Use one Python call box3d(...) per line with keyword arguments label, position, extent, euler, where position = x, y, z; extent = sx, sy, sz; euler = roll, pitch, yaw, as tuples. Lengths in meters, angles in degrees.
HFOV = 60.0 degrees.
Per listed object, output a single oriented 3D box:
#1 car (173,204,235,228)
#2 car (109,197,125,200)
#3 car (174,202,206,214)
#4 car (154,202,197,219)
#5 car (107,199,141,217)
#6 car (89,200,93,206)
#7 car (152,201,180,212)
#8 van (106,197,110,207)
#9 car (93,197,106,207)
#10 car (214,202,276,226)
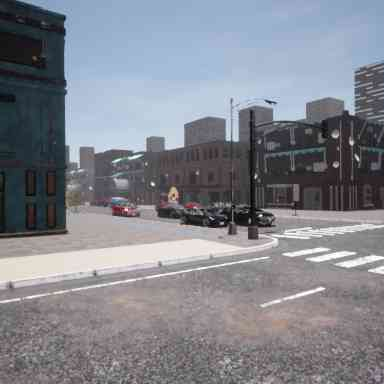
box3d(label="car", position=(0.797, 1.814, 24.686), extent=(1.947, 1.339, 4.313), euler=(-2, 0, -36))
box3d(label="car", position=(-8.247, 1.793, 42.033), extent=(2.097, 1.767, 4.553), euler=(-1, 0, -35))
box3d(label="car", position=(-0.353, 1.903, 40.921), extent=(1.802, 1.307, 4.206), euler=(-2, 0, -36))
box3d(label="car", position=(-1.760, 1.879, 32.961), extent=(1.994, 1.385, 4.181), euler=(-1, 0, -35))
box3d(label="car", position=(-7.173, 1.846, 36.048), extent=(1.967, 1.590, 4.097), euler=(-1, 0, -36))
box3d(label="car", position=(-19.659, 2.227, 67.944), extent=(1.887, 1.381, 4.507), euler=(-1, 0, -36))
box3d(label="car", position=(-3.569, 1.965, 45.425), extent=(1.802, 1.307, 4.206), euler=(-2, 0, -36))
box3d(label="van", position=(-13.228, 1.906, 58.936), extent=(1.690, 1.788, 3.998), euler=(-1, 0, -36))
box3d(label="car", position=(-16.446, 1.939, 63.440), extent=(2.192, 1.841, 5.009), euler=(-1, 0, -36))
box3d(label="car", position=(4.017, 1.705, 24.800), extent=(1.837, 1.490, 4.892), euler=(-1, 0, -34))
